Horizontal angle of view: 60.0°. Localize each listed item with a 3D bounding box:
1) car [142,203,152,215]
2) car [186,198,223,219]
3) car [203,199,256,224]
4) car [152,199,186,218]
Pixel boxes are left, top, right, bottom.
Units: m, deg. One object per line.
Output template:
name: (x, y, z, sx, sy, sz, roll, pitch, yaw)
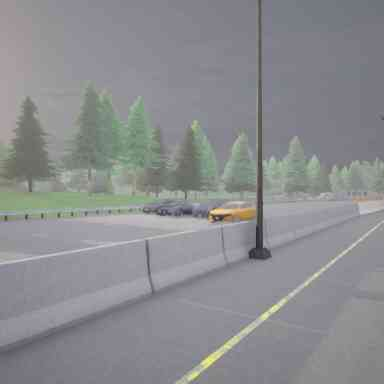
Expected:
car: (-3.001, 1.505, 33.841, 1.837, 1.490, 4.892, 0, 0, 35)
car: (1.904, 1.352, 28.636, 2.097, 1.767, 4.553, 0, 0, 35)
car: (3.103, 1.477, 24.231, 1.882, 1.535, 5.008, 0, 0, 35)
car: (-1.230, 1.564, 30.255, 1.994, 1.385, 4.181, 0, 0, 35)
